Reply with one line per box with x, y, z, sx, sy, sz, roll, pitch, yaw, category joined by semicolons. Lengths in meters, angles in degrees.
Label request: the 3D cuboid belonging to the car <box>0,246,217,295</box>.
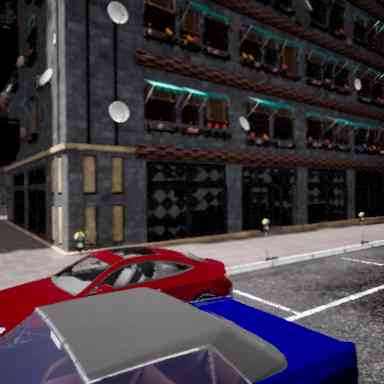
-1.194;1.581;5.258;4.206;1.307;1.802;0;-1;-36;car

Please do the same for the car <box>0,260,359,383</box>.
-0.859;1.601;2.453;4.718;1.301;1.895;0;0;-35;car
